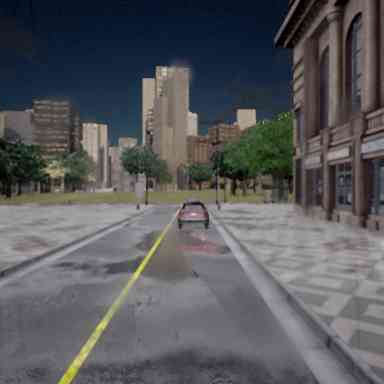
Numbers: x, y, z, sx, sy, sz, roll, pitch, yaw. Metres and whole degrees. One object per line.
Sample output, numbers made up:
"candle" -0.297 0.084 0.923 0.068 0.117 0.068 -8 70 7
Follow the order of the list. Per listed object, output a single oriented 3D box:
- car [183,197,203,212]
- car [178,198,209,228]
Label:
"car" 0.088 1.414 37.916 2.128 1.511 4.902 0 0 0
"car" 0.093 1.390 21.776 2.033 1.649 4.856 0 0 0
